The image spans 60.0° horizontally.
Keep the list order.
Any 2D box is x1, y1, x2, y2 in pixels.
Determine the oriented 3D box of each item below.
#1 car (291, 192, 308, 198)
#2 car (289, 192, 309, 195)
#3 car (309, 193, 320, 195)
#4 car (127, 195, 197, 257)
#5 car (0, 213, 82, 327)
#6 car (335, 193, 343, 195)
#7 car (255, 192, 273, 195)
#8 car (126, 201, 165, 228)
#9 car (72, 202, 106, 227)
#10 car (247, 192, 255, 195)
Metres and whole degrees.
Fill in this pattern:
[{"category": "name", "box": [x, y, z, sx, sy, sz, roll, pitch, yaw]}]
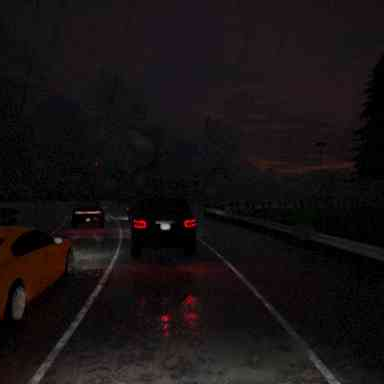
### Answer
[{"category": "car", "box": [28.808, 0.859, 88.891, 5.008, 1.535, 1.882, 0, 0, -36]}, {"category": "car", "box": [22.382, 1.035, 72.979, 5.357, 1.411, 2.033, 0, 0, -22]}, {"category": "car", "box": [31.372, 0.933, 86.459, 5.357, 1.411, 2.033, 0, 0, -36]}, {"category": "car", "box": [-1.210, 1.140, 12.814, 2.150, 2.045, 5.566, 0, 0, -9]}, {"category": "car", "box": [-3.941, 1.439, 6.888, 1.882, 1.535, 5.008, 0, 0, -5]}, {"category": "car", "box": [35.954, 0.972, 81.159, 4.181, 1.385, 1.994, 0, 0, -36]}, {"category": "car", "box": [17.767, 1.019, 78.612, 4.181, 1.385, 1.994, 0, 0, -22]}, {"category": "car", "box": [-3.326, 1.406, 22.785, 2.033, 1.411, 5.357, 0, 0, -15]}, {"category": "car", "box": [-6.530, 1.364, 21.144, 2.128, 1.511, 4.902, 0, 0, -16]}, {"category": "car", "box": [15.332, 0.808, 81.383, 4.553, 1.767, 2.097, 0, 0, -22]}]
